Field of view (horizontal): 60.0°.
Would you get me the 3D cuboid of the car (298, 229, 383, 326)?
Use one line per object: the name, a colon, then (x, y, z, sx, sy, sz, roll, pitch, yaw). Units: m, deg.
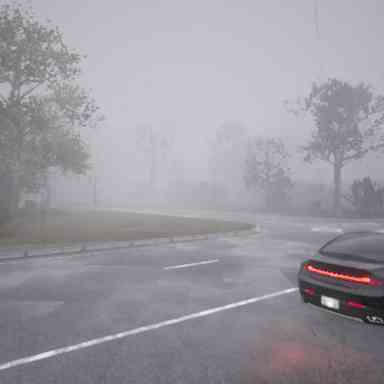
car: (4.175, 1.513, 6.697, 4.892, 1.490, 1.837, 0, 0, -35)
